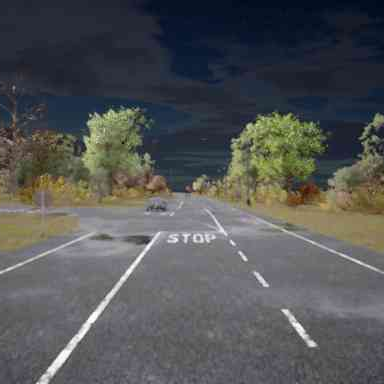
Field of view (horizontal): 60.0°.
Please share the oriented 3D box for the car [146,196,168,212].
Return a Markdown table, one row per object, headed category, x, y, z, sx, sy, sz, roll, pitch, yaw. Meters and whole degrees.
| category | x | y | z | sx | sy | sz | roll | pitch | yaw |
| --- | --- | --- | --- | --- | --- | --- | --- | --- | --- |
| car | -3.481 | 1.203 | 33.429 | 1.837 | 1.490 | 4.892 | 1 | -1 | 0 |
